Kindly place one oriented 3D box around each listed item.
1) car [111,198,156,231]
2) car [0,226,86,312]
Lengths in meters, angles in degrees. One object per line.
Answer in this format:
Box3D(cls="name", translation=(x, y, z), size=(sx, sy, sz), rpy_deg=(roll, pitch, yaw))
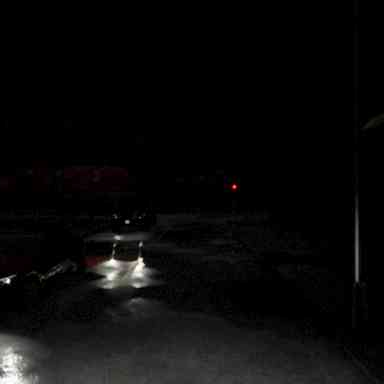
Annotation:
Box3D(cls="car", translation=(-3.726, 1.414, 22.194), size=(2.150, 2.045, 5.566), rpy_deg=(0, 0, 1))
Box3D(cls="car", translation=(-3.999, 1.595, 8.000), size=(1.812, 1.442, 4.674), rpy_deg=(0, -1, 1))
